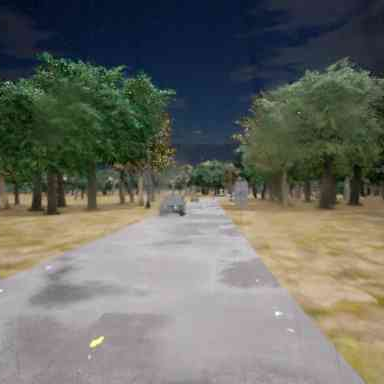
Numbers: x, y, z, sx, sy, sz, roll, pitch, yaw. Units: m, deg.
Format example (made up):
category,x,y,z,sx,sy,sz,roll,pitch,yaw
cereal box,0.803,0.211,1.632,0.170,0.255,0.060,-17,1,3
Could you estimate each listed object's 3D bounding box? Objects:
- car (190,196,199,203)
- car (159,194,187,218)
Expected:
category,x,y,z,sx,sy,sz,roll,pitch,yaw
car,0.655,1.677,73.337,2.033,1.411,5.357,0,0,3
car,-1.706,1.244,31.258,2.150,2.045,5.566,0,0,3
